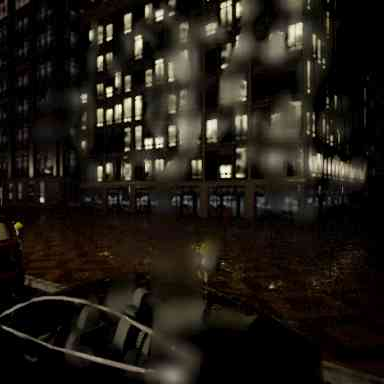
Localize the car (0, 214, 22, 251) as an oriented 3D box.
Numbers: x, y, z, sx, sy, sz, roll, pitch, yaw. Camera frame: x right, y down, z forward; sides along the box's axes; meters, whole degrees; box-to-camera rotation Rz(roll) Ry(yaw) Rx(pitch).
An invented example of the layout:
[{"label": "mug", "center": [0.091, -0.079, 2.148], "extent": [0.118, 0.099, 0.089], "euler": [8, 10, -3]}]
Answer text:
[{"label": "car", "center": [-5.375, 1.259, 6.718], "extent": [5.009, 1.841, 2.192], "euler": [0, 0, 36]}]

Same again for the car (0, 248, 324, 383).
[{"label": "car", "center": [-0.869, 1.548, 3.500], "extent": [4.313, 1.339, 1.947], "euler": [0, 0, 36]}]
